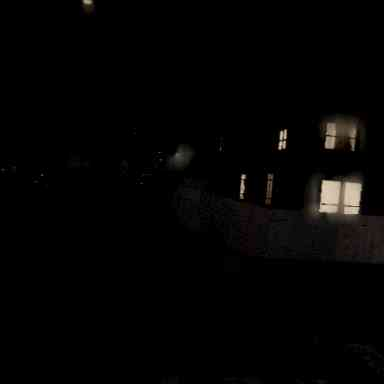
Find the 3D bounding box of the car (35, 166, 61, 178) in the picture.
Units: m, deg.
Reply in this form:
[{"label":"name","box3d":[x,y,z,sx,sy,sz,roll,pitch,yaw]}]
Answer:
[{"label":"car","box3d":[-18.091,-2.578,42.184,2.033,1.411,5.357,5,4,-7]}]

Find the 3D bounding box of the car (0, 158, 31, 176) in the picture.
[{"label":"car","box3d":[-21.003,-2.983,39.347,2.150,2.045,5.566,5,3,-7]}]
